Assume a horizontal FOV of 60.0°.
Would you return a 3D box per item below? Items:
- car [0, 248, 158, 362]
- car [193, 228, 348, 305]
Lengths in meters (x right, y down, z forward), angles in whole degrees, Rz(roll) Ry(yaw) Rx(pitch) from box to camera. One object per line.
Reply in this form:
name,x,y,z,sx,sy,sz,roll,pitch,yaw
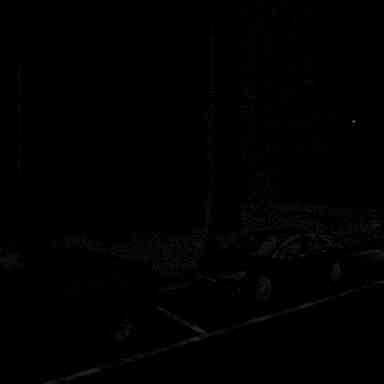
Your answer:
car,-2.558,1.571,4.832,4.313,1.339,1.947,1,-1,-35
car,2.058,1.609,8.123,4.403,1.369,2.008,1,-1,-35
